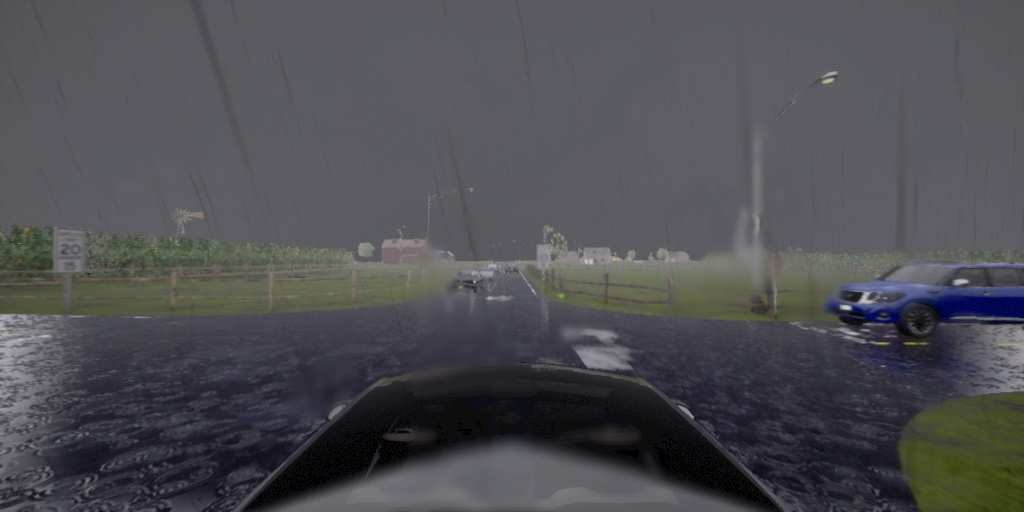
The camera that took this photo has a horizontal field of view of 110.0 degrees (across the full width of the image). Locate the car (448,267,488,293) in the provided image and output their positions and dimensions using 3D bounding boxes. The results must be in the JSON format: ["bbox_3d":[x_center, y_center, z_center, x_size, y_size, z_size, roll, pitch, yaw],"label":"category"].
[{"bbox_3d":[-2.883,1.613,23.357,1.895,1.301,4.718,0,-1,1],"label":"car"}]

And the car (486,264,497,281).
[{"bbox_3d":[-2.845,1.759,35.539,1.895,1.301,4.718,0,-1,0],"label":"car"}]

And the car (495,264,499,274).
[{"bbox_3d":[-2.806,1.886,52.331,1.812,1.442,4.674,0,-1,0],"label":"car"}]

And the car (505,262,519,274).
[{"bbox_3d":[0.007,1.744,54.975,2.097,1.767,4.553,0,-1,0],"label":"car"}]

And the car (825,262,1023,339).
[{"bbox_3d":[12.572,1.188,10.433,5.566,2.045,2.150,1,-1,2],"label":"car"}]
